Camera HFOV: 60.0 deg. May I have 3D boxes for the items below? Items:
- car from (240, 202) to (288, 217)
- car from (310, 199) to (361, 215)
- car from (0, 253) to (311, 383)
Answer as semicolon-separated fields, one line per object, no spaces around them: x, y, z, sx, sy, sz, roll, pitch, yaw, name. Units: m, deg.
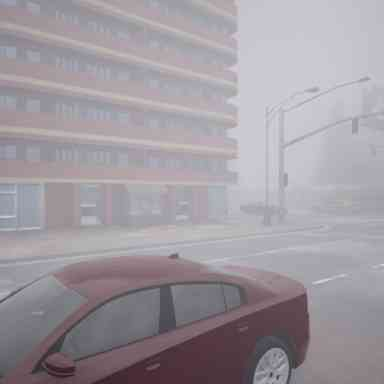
6.884;1.600;32.055;1.895;1.301;4.718;0;0;-36;car
14.460;1.477;33.879;1.882;1.535;5.008;0;0;-36;car
-0.881;1.478;3.363;5.008;1.535;1.882;0;0;-36;car
